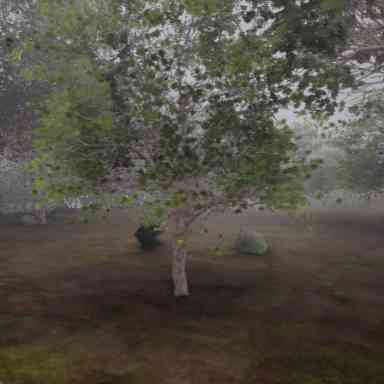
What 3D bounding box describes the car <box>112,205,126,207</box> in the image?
[{"bbox_3d":[-11.606,1.463,50.322,1.837,1.490,4.892,-5,-2,33],"label":"car"}]
